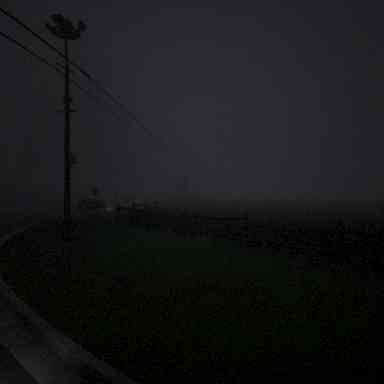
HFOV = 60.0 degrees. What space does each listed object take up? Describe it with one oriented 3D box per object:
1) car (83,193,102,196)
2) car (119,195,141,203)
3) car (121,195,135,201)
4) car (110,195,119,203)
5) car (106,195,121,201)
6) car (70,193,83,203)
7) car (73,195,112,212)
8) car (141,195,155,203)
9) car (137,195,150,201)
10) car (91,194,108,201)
[{"bbox_3d":[-19.321,1.182,67.463,2.150,2.045,5.566,0,0,6],"label":"car"},{"bbox_3d":[-12.361,1.455,66.712,1.882,1.535,5.008,0,0,6],"label":"car"},{"bbox_3d":[-14.765,1.401,77.467,1.895,1.301,4.718,0,0,6],"label":"car"},{"bbox_3d":[-15.797,1.577,67.517,1.895,1.301,4.718,0,0,6],"label":"car"},{"bbox_3d":[-18.247,1.400,77.828,1.895,1.301,4.718,0,0,6],"label":"car"},{"bbox_3d":[-22.802,1.180,67.824,2.150,2.045,5.566,0,0,6],"label":"car"},{"bbox_3d":[-11.587,1.477,39.028,2.128,1.511,4.902,0,0,6],"label":"car"},{"bbox_3d":[-8.771,1.579,67.359,1.895,1.301,4.718,0,0,6],"label":"car"},{"bbox_3d":[-11.284,1.402,77.106,1.895,1.301,4.718,0,0,6],"label":"car"},{"bbox_3d":[-21.731,1.329,78.158,2.128,1.511,4.902,0,0,6],"label":"car"}]
